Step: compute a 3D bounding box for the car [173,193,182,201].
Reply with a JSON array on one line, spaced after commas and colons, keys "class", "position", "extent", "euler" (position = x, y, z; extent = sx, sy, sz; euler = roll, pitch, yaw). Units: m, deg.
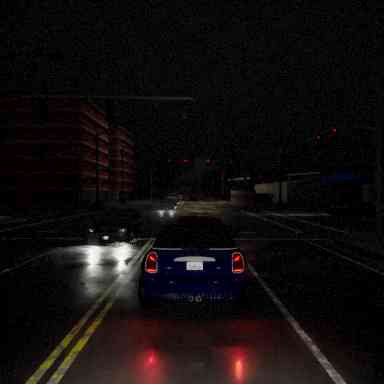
[{"class": "car", "position": [-3.697, 1.225, 85.485], "extent": [2.150, 2.045, 5.566], "euler": [0, 0, 0]}]

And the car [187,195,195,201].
[{"class": "car", "position": [-0.188, 1.500, 81.285], "extent": [1.837, 1.490, 4.892], "euler": [0, 0, 0]}]

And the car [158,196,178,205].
[{"class": "car", "position": [-3.199, 1.523, 41.375], "extent": [2.033, 1.411, 5.357], "euler": [0, 0, -6]}]

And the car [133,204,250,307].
[{"class": "car", "position": [0.056, 1.352, 8.117], "extent": [2.097, 1.767, 4.553], "euler": [0, 0, 0]}]

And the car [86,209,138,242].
[{"class": "car", "position": [-3.636, 1.549, 16.713], "extent": [2.033, 1.411, 5.357], "euler": [0, 0, 0]}]

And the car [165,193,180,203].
[{"class": "car", "position": [-3.720, 1.221, 57.085], "extent": [2.150, 2.045, 5.566], "euler": [0, 0, 0]}]

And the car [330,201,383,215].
[{"class": "car", "position": [16.391, 1.601, 33.204], "extent": [4.718, 1.301, 1.895], "euler": [0, 0, 0]}]

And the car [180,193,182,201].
[{"class": "car", "position": [-3.662, 1.540, 70.231], "extent": [2.033, 1.411, 5.357], "euler": [0, 0, 0]}]
